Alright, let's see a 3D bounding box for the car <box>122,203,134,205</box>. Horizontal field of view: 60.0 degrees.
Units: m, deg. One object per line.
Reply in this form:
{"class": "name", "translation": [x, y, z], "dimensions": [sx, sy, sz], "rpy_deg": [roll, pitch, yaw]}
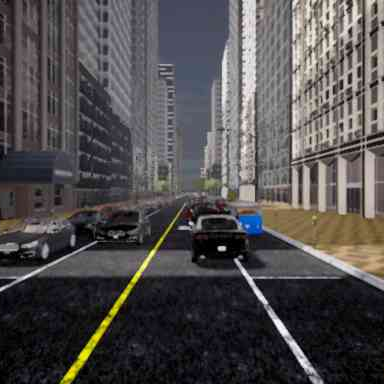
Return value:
{"class": "car", "translation": [-5.697, 1.686, 23.787], "dimensions": [1.887, 1.381, 4.507], "rpy_deg": [-1, 0, 0]}

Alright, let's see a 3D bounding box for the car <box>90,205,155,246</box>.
{"class": "car", "translation": [-3.099, 1.599, 15.915], "dimensions": [1.837, 1.490, 4.892], "rpy_deg": [0, 0, 0]}

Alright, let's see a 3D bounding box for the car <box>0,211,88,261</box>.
{"class": "car", "translation": [-5.697, 1.625, 12.420], "dimensions": [2.008, 1.369, 4.403], "rpy_deg": [-1, 0, 0]}

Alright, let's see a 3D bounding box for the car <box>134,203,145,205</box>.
{"class": "car", "translation": [-5.698, 1.725, 29.471], "dimensions": [2.008, 1.369, 4.403], "rpy_deg": [-1, 0, 0]}

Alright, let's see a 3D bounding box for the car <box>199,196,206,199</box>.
{"class": "car", "translation": [2.684, 1.891, 57.888], "dimensions": [2.008, 1.369, 4.403], "rpy_deg": [-1, 0, 0]}

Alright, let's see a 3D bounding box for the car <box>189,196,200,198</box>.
{"class": "car", "translation": [0.001, 1.725, 63.433], "dimensions": [2.097, 1.767, 4.553], "rpy_deg": [0, 0, 0]}

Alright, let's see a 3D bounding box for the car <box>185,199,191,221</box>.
{"class": "car", "translation": [0.644, 1.646, 28.549], "dimensions": [1.882, 1.535, 5.008], "rpy_deg": [0, 0, 6]}

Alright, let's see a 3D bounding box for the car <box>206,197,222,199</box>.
{"class": "car", "translation": [2.681, 1.489, 29.472], "dimensions": [2.192, 1.841, 5.009], "rpy_deg": [-1, 0, 0]}

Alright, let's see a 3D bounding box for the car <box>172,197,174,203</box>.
{"class": "car", "translation": [-5.698, 1.880, 74.939], "dimensions": [1.967, 1.590, 4.097], "rpy_deg": [-1, 0, 0]}

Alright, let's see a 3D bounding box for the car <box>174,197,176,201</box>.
{"class": "car", "translation": [-5.696, 2.030, 86.136], "dimensions": [1.752, 1.417, 4.829], "rpy_deg": [-1, 0, 0]}

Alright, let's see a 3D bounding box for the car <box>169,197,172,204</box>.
{"class": "car", "translation": [-5.696, 1.989, 69.255], "dimensions": [1.802, 1.307, 4.206], "rpy_deg": [-1, 0, 0]}

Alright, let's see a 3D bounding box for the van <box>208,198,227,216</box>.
{"class": "van", "translation": [2.682, 1.548, 35.155], "dimensions": [1.690, 1.788, 3.998], "rpy_deg": [-1, 0, 0]}

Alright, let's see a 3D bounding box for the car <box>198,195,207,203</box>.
{"class": "car", "translation": [2.682, 1.820, 86.308], "dimensions": [2.192, 1.841, 5.009], "rpy_deg": [-1, 0, 0]}

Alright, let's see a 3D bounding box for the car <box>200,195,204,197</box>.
{"class": "car", "translation": [2.682, 1.787, 80.624], "dimensions": [2.192, 1.841, 5.009], "rpy_deg": [-1, 0, 0]}

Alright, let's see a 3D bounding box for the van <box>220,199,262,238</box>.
{"class": "van", "translation": [2.681, 1.448, 18.104], "dimensions": [1.690, 1.788, 3.998], "rpy_deg": [-1, 0, 0]}

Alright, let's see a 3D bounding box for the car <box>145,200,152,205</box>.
{"class": "car", "translation": [-5.697, 1.790, 35.154], "dimensions": [1.802, 1.307, 4.206], "rpy_deg": [-1, 0, 0]}

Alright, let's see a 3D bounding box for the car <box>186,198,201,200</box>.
{"class": "car", "translation": [0.006, 1.889, 48.969], "dimensions": [1.895, 1.301, 4.718], "rpy_deg": [0, 0, 0]}

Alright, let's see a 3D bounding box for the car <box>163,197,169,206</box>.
{"class": "car", "translation": [-5.697, 1.892, 57.888], "dimensions": [2.008, 1.369, 4.403], "rpy_deg": [-1, 0, 0]}

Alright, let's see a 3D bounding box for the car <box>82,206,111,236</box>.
{"class": "car", "translation": [-5.697, 1.674, 18.103], "dimensions": [1.947, 1.339, 4.313], "rpy_deg": [-1, 0, 0]}

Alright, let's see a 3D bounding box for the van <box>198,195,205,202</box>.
{"class": "van", "translation": [2.682, 1.879, 91.991], "dimensions": [1.690, 1.788, 3.998], "rpy_deg": [-1, 0, 0]}

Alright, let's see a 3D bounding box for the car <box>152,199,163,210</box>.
{"class": "car", "translation": [-5.697, 1.826, 46.521], "dimensions": [2.008, 1.369, 4.403], "rpy_deg": [-1, 0, 0]}

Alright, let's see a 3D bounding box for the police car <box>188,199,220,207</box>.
{"class": "police car", "translation": [0.901, 1.559, 22.561], "dimensions": [1.930, 1.638, 5.238], "rpy_deg": [0, 0, 0]}

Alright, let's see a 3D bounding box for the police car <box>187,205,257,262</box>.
{"class": "police car", "translation": [0.900, 1.500, 12.560], "dimensions": [1.930, 1.638, 5.238], "rpy_deg": [0, 0, 0]}
